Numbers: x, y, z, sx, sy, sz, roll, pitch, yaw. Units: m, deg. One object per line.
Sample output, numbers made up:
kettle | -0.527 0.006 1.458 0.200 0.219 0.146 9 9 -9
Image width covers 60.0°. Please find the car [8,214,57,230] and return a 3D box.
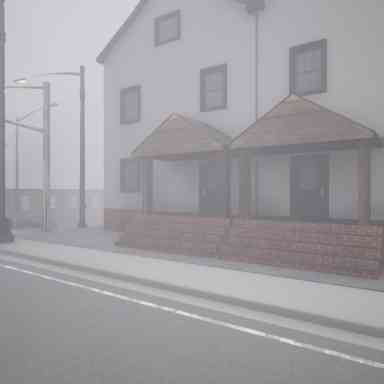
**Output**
car | -14.101 2.654 29.350 1.994 1.385 4.181 0 -9 36
